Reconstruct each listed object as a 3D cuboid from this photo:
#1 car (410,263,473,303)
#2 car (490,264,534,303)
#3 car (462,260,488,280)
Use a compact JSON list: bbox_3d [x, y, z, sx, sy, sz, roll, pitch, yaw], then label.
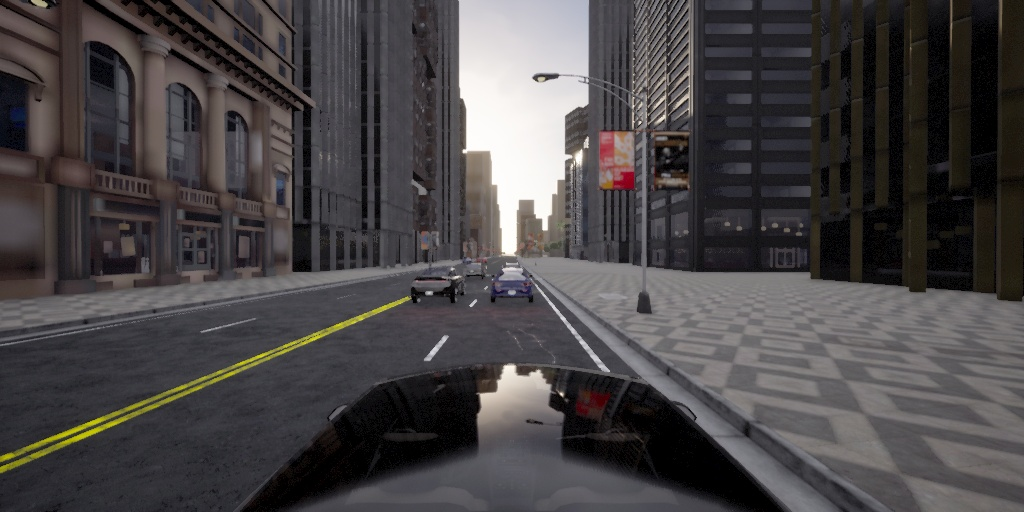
[{"bbox_3d":[-3.250,1.238,16.499,2.128,1.511,4.902,0,0,0],"label":"car"},{"bbox_3d":[0.000,1.276,16.500,1.812,1.442,4.674,0,0,0],"label":"car"},{"bbox_3d":[-3.250,1.297,31.499,2.033,1.411,5.357,0,0,0],"label":"car"}]
